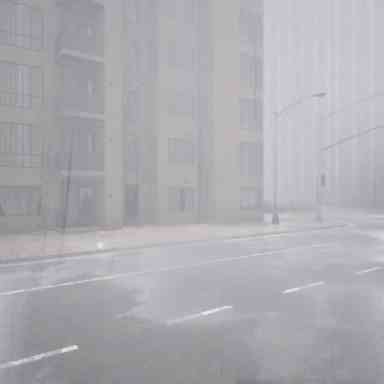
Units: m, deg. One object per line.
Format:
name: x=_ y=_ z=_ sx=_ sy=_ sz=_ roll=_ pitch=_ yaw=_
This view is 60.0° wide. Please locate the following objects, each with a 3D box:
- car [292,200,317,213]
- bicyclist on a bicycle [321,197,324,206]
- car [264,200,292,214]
car: x=11.564 y=1.564 z=36.231 sx=1.994 sy=1.385 sz=4.181 roll=0 pitch=0 yaw=-34
bicyclist on a bicycle: x=18.319 y=1.301 z=47.564 sx=1.656 sy=1.620 sz=0.582 roll=0 pitch=0 yaw=-34
car: x=7.673 y=1.547 z=35.714 sx=2.033 sy=1.411 sz=5.357 roll=0 pitch=0 yaw=-34
